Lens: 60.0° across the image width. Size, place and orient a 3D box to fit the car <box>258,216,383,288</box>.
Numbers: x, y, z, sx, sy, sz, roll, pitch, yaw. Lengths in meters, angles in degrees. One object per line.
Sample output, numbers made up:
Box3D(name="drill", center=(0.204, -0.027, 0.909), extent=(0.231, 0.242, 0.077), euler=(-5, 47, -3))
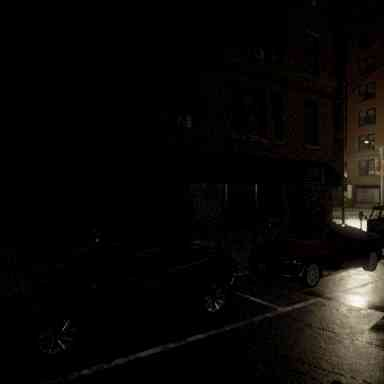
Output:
Box3D(name="car", center=(3.522, 1.544, 9.234), extent=(4.507, 1.381, 1.887), euler=(0, 0, -35))

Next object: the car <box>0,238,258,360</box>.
Box3D(name="car", center=(-1.099, 1.566, 5.967), extent=(4.313, 1.339, 1.947), euler=(0, 0, -35))

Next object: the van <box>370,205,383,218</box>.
Box3D(name="van", center=(8.145, 1.338, 12.500), extent=(3.998, 1.788, 1.690), euler=(0, 0, -35))
